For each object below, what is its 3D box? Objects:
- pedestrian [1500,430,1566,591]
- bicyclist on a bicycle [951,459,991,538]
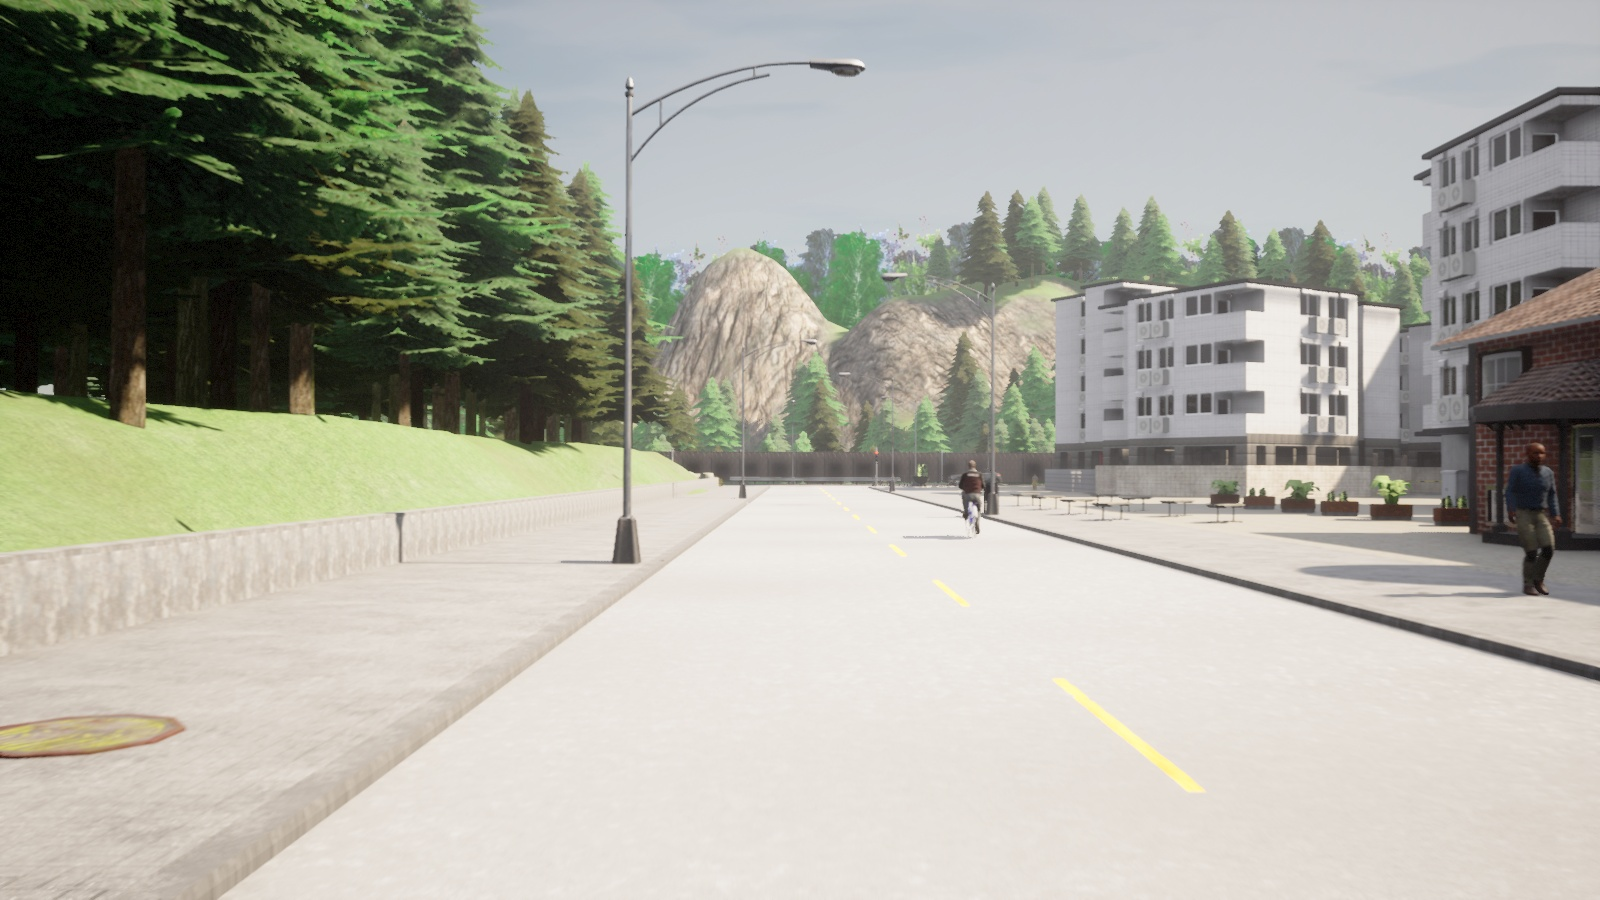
[{"bbox_3d":[8.571,0.700,14.699,0.370,1.835,0.726,0,-1,5],"label":"pedestrian"},{"bbox_3d":[3.931,1.099,29.011,0.659,1.776,1.843,0,-1,0],"label":"bicyclist on a bicycle"}]
